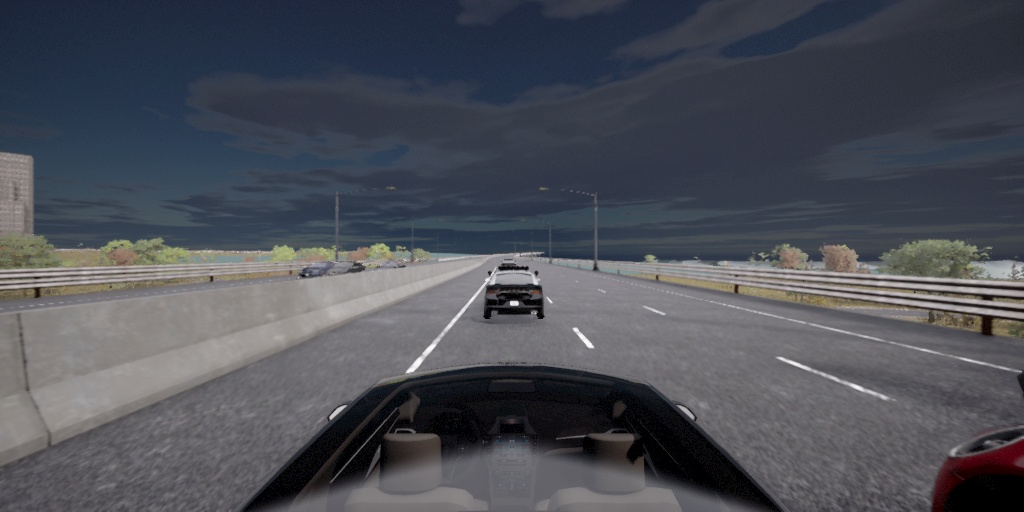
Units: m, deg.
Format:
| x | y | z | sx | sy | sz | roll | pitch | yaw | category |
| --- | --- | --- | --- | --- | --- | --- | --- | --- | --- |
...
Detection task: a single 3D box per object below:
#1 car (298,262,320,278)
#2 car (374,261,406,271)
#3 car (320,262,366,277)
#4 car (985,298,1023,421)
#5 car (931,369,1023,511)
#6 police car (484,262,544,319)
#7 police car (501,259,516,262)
| x | y | z | sx | sy | sz | roll | pitch | yaw | category |
| --- | --- | --- | --- | --- | --- | --- | --- | --- | --- |
| -17.913 | 1.291 | 33.940 | 2.033 | 1.411 | 5.357 | 0 | 0 | -1 | car |
| -10.883 | 1.235 | 32.254 | 2.128 | 1.511 | 4.902 | 0 | 0 | -1 | car |
| -14.367 | 1.250 | 31.316 | 1.837 | 1.490 | 4.892 | 0 | 0 | -1 | car |
| 7.092 | 1.274 | 2.355 | 1.812 | 1.442 | 4.674 | 0 | 0 | 0 | car |
| 3.592 | 1.101 | 0.235 | 2.097 | 1.767 | 4.553 | 0 | 0 | 0 | car |
| 0.050 | 1.175 | 13.005 | 1.930 | 1.638 | 5.238 | 0 | 0 | 0 | police car |
| -0.430 | 1.158 | 43.942 | 1.930 | 1.638 | 5.238 | 0 | 0 | -1 | police car |
